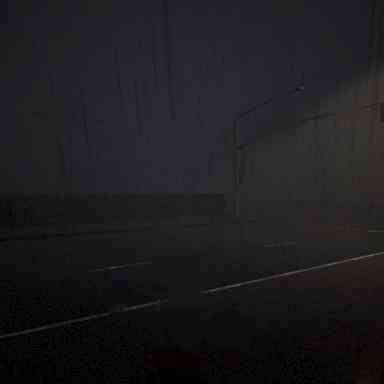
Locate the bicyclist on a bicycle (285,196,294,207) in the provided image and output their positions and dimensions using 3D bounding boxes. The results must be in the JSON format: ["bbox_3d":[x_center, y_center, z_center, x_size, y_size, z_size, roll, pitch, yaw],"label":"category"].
[{"bbox_3d":[14.481,1.453,49.530,1.656,1.620,0.582,0,0,-23],"label":"bicyclist on a bicycle"}]

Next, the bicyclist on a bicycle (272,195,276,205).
[{"bbox_3d":[13.481,1.300,54.438,0.582,1.620,1.656,0,0,21],"label":"bicyclist on a bicycle"}]
